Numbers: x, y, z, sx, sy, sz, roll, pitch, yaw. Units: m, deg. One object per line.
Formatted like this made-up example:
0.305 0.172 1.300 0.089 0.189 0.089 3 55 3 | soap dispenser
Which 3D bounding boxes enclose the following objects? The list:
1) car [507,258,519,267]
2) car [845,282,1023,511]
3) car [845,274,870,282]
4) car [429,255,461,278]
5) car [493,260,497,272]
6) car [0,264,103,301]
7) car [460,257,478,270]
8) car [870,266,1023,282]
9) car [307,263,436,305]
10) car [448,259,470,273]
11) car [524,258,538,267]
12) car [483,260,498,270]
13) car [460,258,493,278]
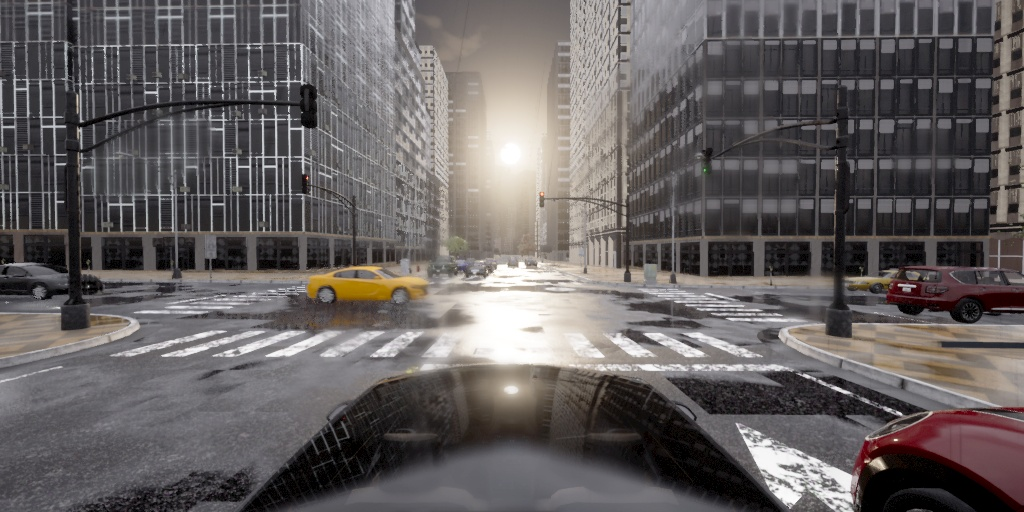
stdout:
0.209 1.269 63.377 1.994 1.385 4.181 0 0 0 | car
3.253 1.102 0.425 2.097 1.767 4.553 0 0 0 | car
21.865 1.410 20.803 4.829 1.417 1.751 0 0 1 | car
-6.482 0.955 34.199 2.150 2.045 5.566 0 0 0 | car
-3.211 1.327 43.238 1.895 1.301 4.718 0 0 0 | car
-21.144 1.097 15.872 4.892 1.490 1.837 0 1 1 | car
-6.415 1.068 53.833 2.097 1.767 4.553 0 0 0 | car
16.226 1.282 12.538 5.009 1.841 2.192 0 0 1 | car
-6.135 1.205 15.535 5.008 1.535 1.882 0 1 1 | car
-6.457 1.203 44.164 1.882 1.535 5.008 0 0 0 | car
3.459 1.306 63.395 1.895 1.301 4.718 0 0 0 | car
-3.168 1.263 53.941 2.033 1.411 5.357 0 0 0 | car
-3.240 1.225 33.957 2.128 1.511 4.902 0 0 1 | car
